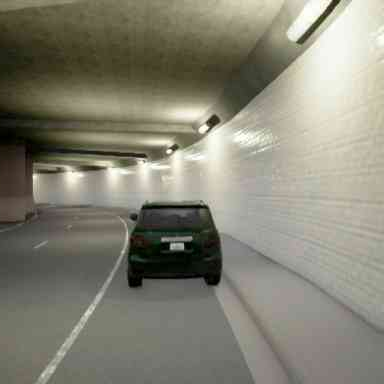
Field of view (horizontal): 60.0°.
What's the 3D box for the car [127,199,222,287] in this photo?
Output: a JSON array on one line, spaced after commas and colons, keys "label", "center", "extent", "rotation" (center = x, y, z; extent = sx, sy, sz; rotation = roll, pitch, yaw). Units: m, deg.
[{"label": "car", "center": [-0.589, 1.218, 9.522], "extent": [2.150, 2.045, 5.566], "rotation": [0, 0, -6]}]
